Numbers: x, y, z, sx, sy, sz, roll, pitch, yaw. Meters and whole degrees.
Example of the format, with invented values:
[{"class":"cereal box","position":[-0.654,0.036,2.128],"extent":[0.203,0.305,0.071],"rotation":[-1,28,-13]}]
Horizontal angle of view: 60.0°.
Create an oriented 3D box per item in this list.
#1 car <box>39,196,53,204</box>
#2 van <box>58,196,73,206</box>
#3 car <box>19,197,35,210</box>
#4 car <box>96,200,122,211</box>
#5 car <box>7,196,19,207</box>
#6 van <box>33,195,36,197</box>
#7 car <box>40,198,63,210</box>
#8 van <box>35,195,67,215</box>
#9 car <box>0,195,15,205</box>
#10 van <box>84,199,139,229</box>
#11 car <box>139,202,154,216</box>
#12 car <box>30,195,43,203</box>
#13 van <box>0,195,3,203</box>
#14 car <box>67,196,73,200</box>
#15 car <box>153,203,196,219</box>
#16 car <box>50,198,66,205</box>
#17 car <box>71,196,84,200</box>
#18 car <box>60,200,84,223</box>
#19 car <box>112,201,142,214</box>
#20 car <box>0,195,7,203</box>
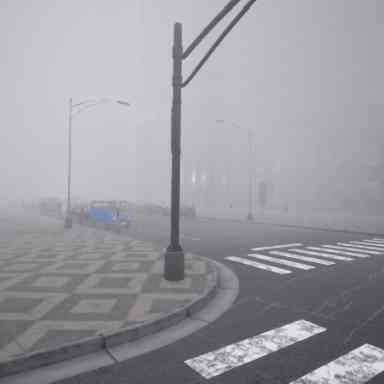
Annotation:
[{"class":"car","position":[-33.331,1.818,75.806],"extent":[1.967,1.590,4.097],"rotation":[1,-1,-35]},{"class":"van","position":[-23.758,1.654,62.274],"extent":[1.690,1.788,3.998],"rotation":[1,-1,-35]},{"class":"car","position":[-21.177,1.680,43.819],"extent":[1.802,1.307,4.206],"rotation":[1,-1,-35]},{"class":"car","position":[-11.096,1.754,44.366],"extent":[1.752,1.417,4.829],"rotation":[1,-1,-35]},{"class":"car","position":[-27.553,1.692,52.843],"extent":[2.008,1.369,4.403],"rotation":[1,-1,-35]},{"class":"van","position":[-36.520,1.740,80.318],"extent":[1.690,1.788,3.998],"rotation":[1,-1,-35]},{"class":"car","position":[-19.687,1.658,46.520],"extent":[1.837,1.490,4.892],"rotation":[1,-1,-35]},{"class":"van","position":[-14.797,1.397,34.797],"extent":[1.690,1.788,3.998],"rotation":[1,-1,-35]},{"class":"car","position":[-37.021,1.730,66.240],"extent":[1.752,1.417,4.829],"rotation":[1,-1,-35]},{"class":"van","position":[-5.232,1.335,21.261],"extent":[1.690,1.788,3.998],"rotation":[1,-1,-35]},{"class":"car","position":[-4.617,1.730,35.204],"extent":[1.887,1.381,4.507],"rotation":[1,-1,-35]},{"class":"car","position":[-39.711,1.736,84.830],"extent":[2.192,1.841,5.009],"rotation":[1,-1,-35]},{"class":"van","position":[-46.683,1.612,79.917],"extent":[1.690,1.788,3.998],"rotation":[1,-1,-35]},{"class":"car","position":[-20.568,1.607,57.763],"extent":[2.192,1.841,5.009],"rotation":[1,-1,-35]},{"class":"car","position":[-1.427,1.710,30.693],"extent":[1.887,1.381,4.507],"rotation":[1,-1,-35]},{"class":"car","position":[-26.951,1.885,66.783],"extent":[2.008,1.369,4.403],"rotation":[1,-1,-35]},{"class":"car","position":[-17.379,1.815,53.249],"extent":[1.887,1.381,4.507],"rotation":[1,-1,-35]},{"class":"car","position":[-8.422,1.559,25.771],"extent":[1.887,1.381,4.507],"rotation":[1,-1,-35]},{"class":"car","position":[-7.808,1.751,39.715],"extent":[1.887,1.381,4.507],"rotation":[1,-1,-35]},{"class":"car","position":[-43.493,1.564,75.405],"extent":[2.192,1.841,5.009],"rotation":[1,-1,-35]}]
